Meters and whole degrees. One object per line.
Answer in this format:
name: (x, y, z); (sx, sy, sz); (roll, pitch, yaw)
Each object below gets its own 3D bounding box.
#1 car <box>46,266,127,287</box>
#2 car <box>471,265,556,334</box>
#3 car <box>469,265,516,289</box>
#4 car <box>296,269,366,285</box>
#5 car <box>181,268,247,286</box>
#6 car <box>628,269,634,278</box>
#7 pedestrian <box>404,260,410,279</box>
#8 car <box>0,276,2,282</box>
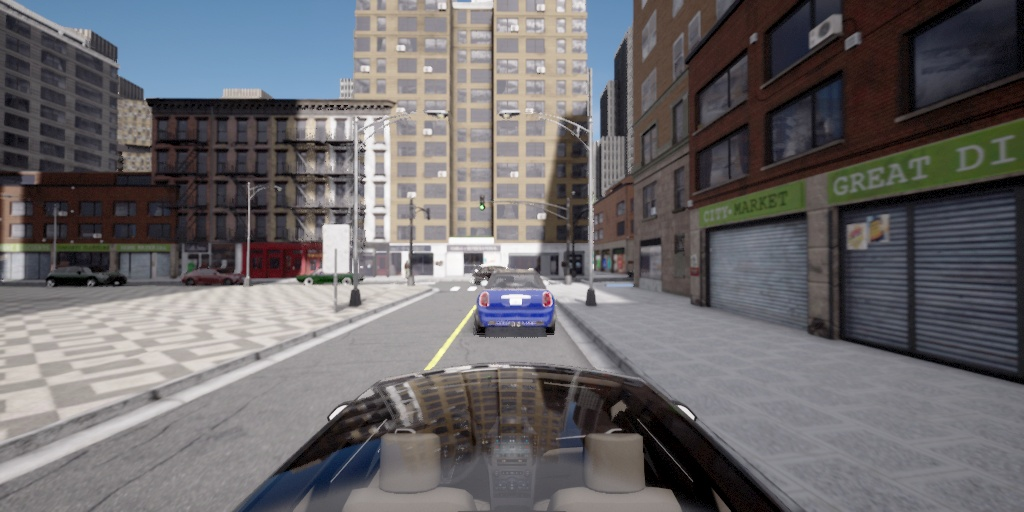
car: (-33.233, 1.560, 28.127); (4.553, 1.767, 2.097); (0, -1, -1)
car: (0.094, 1.182, 11.092); (2.097, 1.767, 4.553); (0, -1, 0)
car: (-1.561, 1.440, 26.641); (1.882, 1.535, 5.008); (0, -1, -23)
car: (-14.214, 1.680, 28.368); (4.718, 1.301, 1.895); (0, -1, -1)
car: (-23.285, 1.670, 28.266); (4.674, 1.442, 1.812); (0, -1, -1)
car: (12.868, 1.387, 31.933); (4.892, 1.490, 1.837); (-1, -1, -1)
pedestrian: (-10.178, 1.263, 34.663); (0.375, 1.860, 0.375); (0, 0, -1)
car: (-43.854, 1.492, 28.027); (5.566, 2.045, 2.150); (0, -1, 0)
